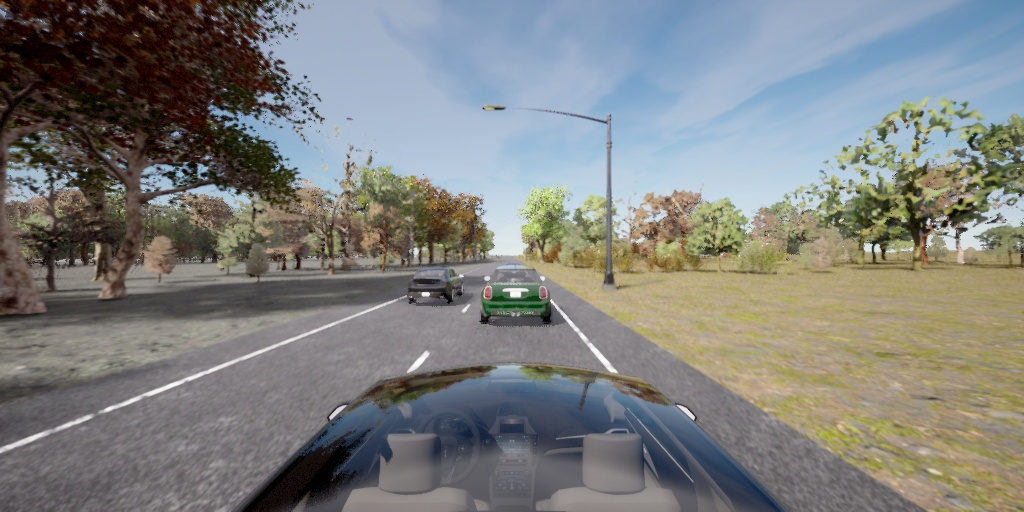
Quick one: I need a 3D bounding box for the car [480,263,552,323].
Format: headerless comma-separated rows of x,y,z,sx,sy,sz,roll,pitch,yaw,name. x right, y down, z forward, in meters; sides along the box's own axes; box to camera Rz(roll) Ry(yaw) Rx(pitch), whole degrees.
0.104,1.104,12.242,2.097,1.767,4.553,0,0,0,car

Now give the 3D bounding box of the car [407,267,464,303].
-3.393,1.258,16.525,1.837,1.490,4.892,0,0,0,car
